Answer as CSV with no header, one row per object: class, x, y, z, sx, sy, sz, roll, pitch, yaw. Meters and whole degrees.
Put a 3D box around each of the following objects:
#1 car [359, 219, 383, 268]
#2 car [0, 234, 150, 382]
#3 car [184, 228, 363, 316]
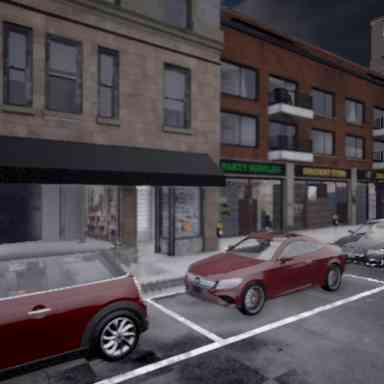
car,6.295,1.574,10.677,4.403,1.369,2.008,0,0,-35
car,-2.691,1.441,4.268,4.097,1.590,1.967,0,0,-35
car,1.802,1.594,7.472,4.206,1.307,1.802,0,0,-35
